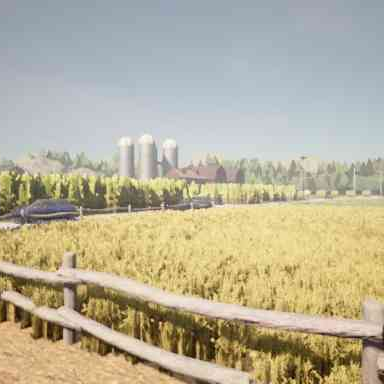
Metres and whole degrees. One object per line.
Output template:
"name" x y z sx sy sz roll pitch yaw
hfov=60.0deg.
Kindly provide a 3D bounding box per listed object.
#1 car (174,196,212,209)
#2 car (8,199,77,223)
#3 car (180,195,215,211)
"car" 0.094 1.474 34.214 2.128 1.511 4.902 0 0 35
"car" -10.881 1.333 24.434 2.097 1.767 4.553 0 0 35
"car" 0.706 1.331 40.662 2.097 1.767 4.553 0 0 36
